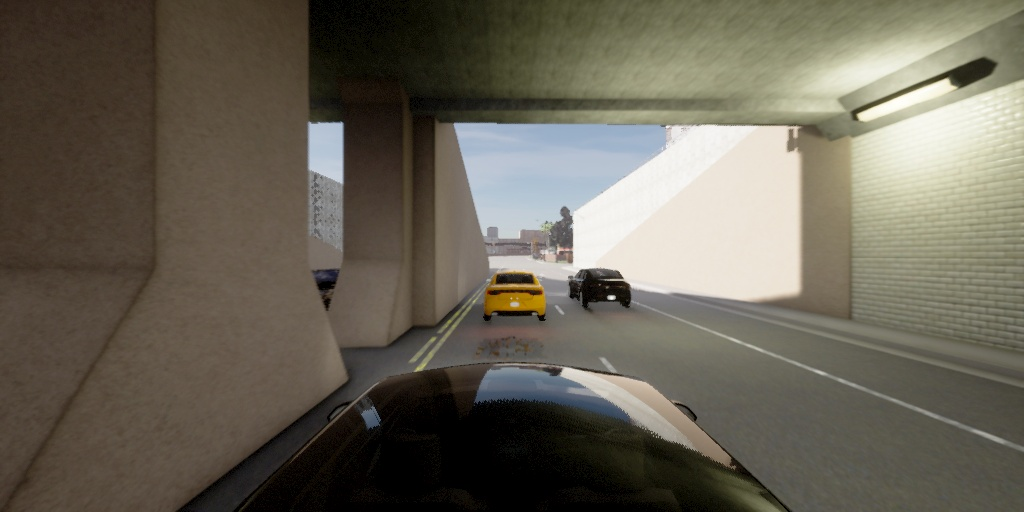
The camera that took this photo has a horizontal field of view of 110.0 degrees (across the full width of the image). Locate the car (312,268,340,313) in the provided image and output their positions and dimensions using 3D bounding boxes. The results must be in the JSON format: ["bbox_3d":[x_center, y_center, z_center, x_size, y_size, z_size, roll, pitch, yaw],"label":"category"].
[{"bbox_3d":[-7.107,1.237,14.038,2.128,1.511,4.902,0,0,0],"label":"car"}]

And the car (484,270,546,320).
[{"bbox_3d":[0.089,1.224,12.677,1.882,1.535,5.008,0,0,0],"label":"car"}]

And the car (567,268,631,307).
[{"bbox_3d":[3.592,1.250,15.359,1.837,1.490,4.892,0,0,0],"label":"car"}]
